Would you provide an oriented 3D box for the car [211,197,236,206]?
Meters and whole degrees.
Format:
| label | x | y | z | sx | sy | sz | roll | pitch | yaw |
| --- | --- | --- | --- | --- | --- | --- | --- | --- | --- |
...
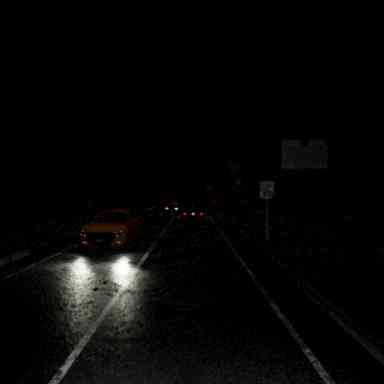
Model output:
| label | x | y | z | sx | sy | sz | roll | pitch | yaw |
| --- | --- | --- | --- | --- | --- | --- | --- | --- | --- |
| car | 6.123 | 1.908 | 64.568 | 4.553 | 1.767 | 2.185 | 0 | -2 | -1 |

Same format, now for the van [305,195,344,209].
| label | x | y | z | sx | sy | sz | roll | pitch | yaw |
| --- | --- | --- | --- | --- | --- | --- | --- | --- | --- |
| van | 18.429 | 1.358 | 45.926 | 4.442 | 1.987 | 1.878 | 0 | -1 | 0 |

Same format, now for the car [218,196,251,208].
| label | x | y | z | sx | sy | sz | roll | pitch | yaw |
| --- | --- | --- | --- | --- | --- | --- | --- | --- | --- |
| car | 6.280 | 1.516 | 49.392 | 4.553 | 1.767 | 2.185 | 0 | -1 | 0 |

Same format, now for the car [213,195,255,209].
| label | x | y | z | sx | sy | sz | roll | pitch | yaw |
| --- | --- | --- | --- | --- | --- | --- | --- | --- | --- |
| car | 6.088 | 1.589 | 46.471 | 5.366 | 1.575 | 1.946 | 0 | -1 | 0 |

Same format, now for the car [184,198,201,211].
| label | x | y | z | sx | sy | sz | roll | pitch | yaw |
| --- | --- | --- | --- | --- | --- | --- | --- | --- | --- |
| car | 0.073 | 1.554 | 42.846 | 2.128 | 1.511 | 4.902 | 0 | -1 | 0 |

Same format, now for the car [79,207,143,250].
| label | x | y | z | sx | sy | sz | roll | pitch | yaw |
| --- | --- | --- | --- | --- | --- | --- | --- | --- | --- |
| car | -3.350 | 1.479 | 14.575 | 1.882 | 1.535 | 5.008 | 0 | 0 | 0 |

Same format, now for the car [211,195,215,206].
| label | x | y | z | sx | sy | sz | roll | pitch | yaw |
| --- | --- | --- | --- | --- | --- | --- | --- | --- | --- |
| car | 6.196 | 1.604 | 58.621 | 5.566 | 2.045 | 2.435 | 0 | -1 | -1 |

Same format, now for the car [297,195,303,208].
| label | x | y | z | sx | sy | sz | roll | pitch | yaw |
| --- | --- | --- | --- | --- | --- | --- | --- | --- | --- |
| car | 18.708 | 1.629 | 48.718 | 5.366 | 1.575 | 1.946 | 0 | -1 | 0 |

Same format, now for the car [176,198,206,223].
| label | x | y | z | sx | sy | sz | roll | pitch | yaw |
| --- | --- | --- | --- | --- | --- | --- | --- | --- | --- |
| car | 0.097 | 1.511 | 25.791 | 2.033 | 1.411 | 5.357 | 0 | 2 | 0 |

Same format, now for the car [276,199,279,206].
| label | x | y | z | sx | sy | sz | roll | pitch | yaw |
| --- | --- | --- | --- | --- | --- | --- | --- | --- | --- |
| car | 18.414 | 1.896 | 59.883 | 4.892 | 1.521 | 2.231 | 0 | -2 | -1 |

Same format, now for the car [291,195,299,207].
| label | x | y | z | sx | sy | sz | roll | pitch | yaw |
| --- | --- | --- | --- | --- | --- | --- | --- | --- | --- |
| car | 18.687 | 1.680 | 51.379 | 5.366 | 1.575 | 1.946 | 0 | -1 | 0 |

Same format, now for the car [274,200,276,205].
| label | x | y | z | sx | sy | sz | roll | pitch | yaw |
| --- | --- | --- | --- | --- | --- | --- | --- | --- | --- |
| car | 18.358 | 1.723 | 62.559 | 5.566 | 2.045 | 2.435 | 0 | -2 | -1 |

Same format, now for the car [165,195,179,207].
| label | x | y | z | sx | sy | sz | roll | pitch | yaw |
| --- | --- | --- | --- | --- | --- | --- | --- | --- | --- |
| car | -3.367 | 1.584 | 57.283 | 2.150 | 2.045 | 5.566 | 0 | -1 | 0 |

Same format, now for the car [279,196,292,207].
| label | x | y | z | sx | sy | sz | roll | pitch | yaw |
| --- | --- | --- | --- | --- | --- | --- | --- | --- | --- |
| car | 18.427 | 1.564 | 57.099 | 5.566 | 2.045 | 2.435 | 0 | -2 | -1 |
